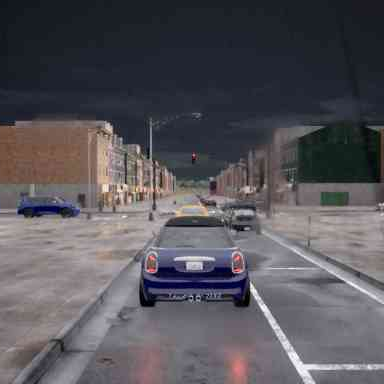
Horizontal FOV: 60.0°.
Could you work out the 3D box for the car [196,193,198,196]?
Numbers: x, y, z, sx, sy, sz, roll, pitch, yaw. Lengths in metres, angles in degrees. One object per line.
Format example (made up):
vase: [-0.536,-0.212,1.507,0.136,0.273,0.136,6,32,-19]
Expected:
car: [2.880,1.571,94.993,2.008,1.369,4.403,-1,0,0]

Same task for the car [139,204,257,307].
car: [0.069,1.349,8.122,2.097,1.767,4.553,0,0,1]

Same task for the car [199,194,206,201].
car: [2.790,1.589,61.798,1.802,1.307,4.206,-1,0,0]

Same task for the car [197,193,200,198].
car: [2.832,1.453,78.396,1.967,1.590,4.097,-1,0,0]

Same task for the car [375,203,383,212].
car: [20.811,1.375,33.131,4.674,1.442,1.812,0,1,0]

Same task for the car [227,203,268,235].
car: [2.672,1.546,18.288,2.008,1.369,4.403,-1,0,0]

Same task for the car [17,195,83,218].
car: [-12.856,1.335,30.275,5.566,2.045,2.150,0,1,0]

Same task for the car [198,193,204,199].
car: [2.820,1.556,72.863,1.887,1.381,4.507,-1,0,0]

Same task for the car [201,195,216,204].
car: [2.760,1.547,50.733,1.887,1.381,4.507,-1,0,0]

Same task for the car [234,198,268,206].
car: [5.379,1.441,34.353,4.892,1.490,1.837,-1,0,15]

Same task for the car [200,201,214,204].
car: [0.067,1.473,17.997,1.882,1.535,5.008,0,0,1]
